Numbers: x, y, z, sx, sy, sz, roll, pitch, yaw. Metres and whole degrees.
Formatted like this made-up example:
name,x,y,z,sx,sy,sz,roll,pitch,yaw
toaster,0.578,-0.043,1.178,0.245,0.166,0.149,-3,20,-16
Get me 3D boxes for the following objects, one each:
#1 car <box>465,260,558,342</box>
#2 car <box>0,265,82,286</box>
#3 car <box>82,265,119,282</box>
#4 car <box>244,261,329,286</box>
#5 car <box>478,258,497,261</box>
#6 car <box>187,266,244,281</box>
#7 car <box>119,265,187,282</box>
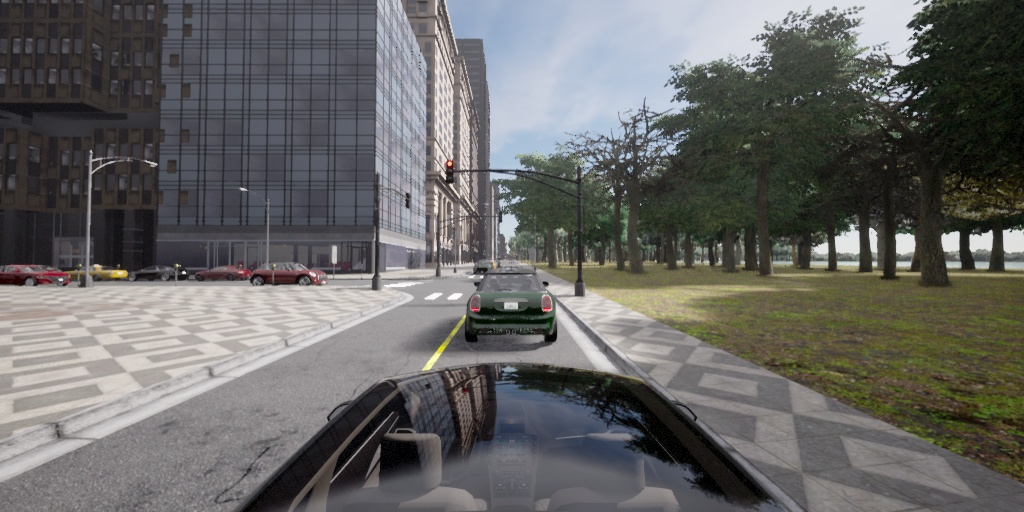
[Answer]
name,x,y,z,sx,sy,sz,roll,pitch,yaw
car,-0.012,1.104,9.927,2.097,1.767,4.553,0,0,0
car,-30.035,1.226,22.055,4.507,1.381,1.888,0,0,0
car,-35.726,1.431,30.552,4.829,1.417,1.751,0,0,0
car,-13.604,1.111,22.130,4.097,1.591,1.967,0,0,-1
car,-3.227,1.164,41.200,2.097,1.767,4.553,0,0,0
car,-24.582,1.481,30.603,4.207,1.307,1.802,0,0,0
car,-30.069,1.468,30.578,4.313,1.339,1.948,0,0,0
